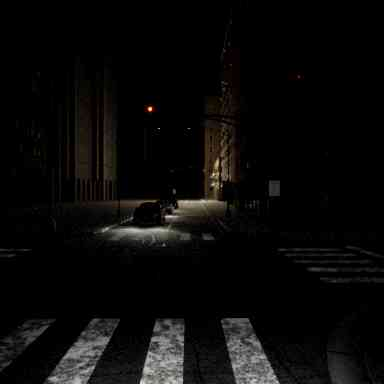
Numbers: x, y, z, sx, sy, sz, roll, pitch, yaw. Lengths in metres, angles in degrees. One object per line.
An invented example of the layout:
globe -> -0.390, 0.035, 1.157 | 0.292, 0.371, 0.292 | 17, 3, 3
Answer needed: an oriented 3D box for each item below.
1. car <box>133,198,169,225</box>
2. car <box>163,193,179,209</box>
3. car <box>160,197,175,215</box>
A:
car -> -3.053, 1.479, 24.448 | 1.882, 1.535, 5.008 | 0, 0, 0
car -> -3.001, 1.222, 45.122 | 2.150, 2.045, 5.566 | 0, 0, 1
car -> -3.036, 1.527, 34.412 | 1.812, 1.442, 4.674 | 0, 0, 0
